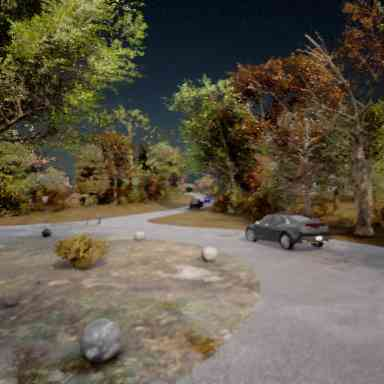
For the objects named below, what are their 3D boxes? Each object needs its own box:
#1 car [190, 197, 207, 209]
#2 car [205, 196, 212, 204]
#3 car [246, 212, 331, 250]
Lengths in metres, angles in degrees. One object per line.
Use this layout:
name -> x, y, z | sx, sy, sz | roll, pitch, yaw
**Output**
car -> 0.984, 2.432, 69.124 | 2.150, 2.045, 5.566 | -1, -1, 11
car -> 4.399, 2.147, 92.554 | 2.150, 2.045, 5.566 | -1, 2, 5
car -> 4.318, 1.746, 15.777 | 1.837, 1.490, 4.892 | 0, -3, -20
